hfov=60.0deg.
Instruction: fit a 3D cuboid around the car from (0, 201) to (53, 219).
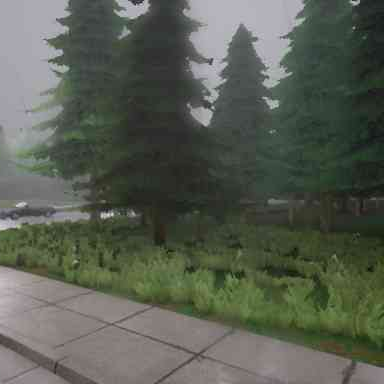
[{"bbox_3d":[-13.750,1.499,27.942,1.812,1.442,4.674,0,0,34],"label":"car"}]
